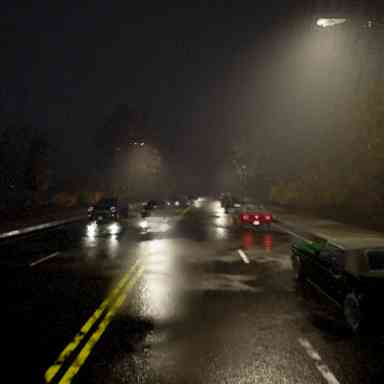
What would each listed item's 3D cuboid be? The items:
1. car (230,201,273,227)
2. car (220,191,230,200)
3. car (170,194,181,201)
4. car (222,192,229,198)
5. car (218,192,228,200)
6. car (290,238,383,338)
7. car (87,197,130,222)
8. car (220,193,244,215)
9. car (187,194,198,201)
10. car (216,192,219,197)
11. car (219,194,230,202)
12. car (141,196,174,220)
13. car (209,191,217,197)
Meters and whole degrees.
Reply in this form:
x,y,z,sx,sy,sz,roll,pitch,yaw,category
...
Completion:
x,y,z,sx,sy,sz,roll,pitch,yaw,category
3.728,1.446,21.113,1.895,1.301,4.718,0,0,2,car
7.358,0.732,74.553,2.097,1.767,4.553,0,1,6,car
-3.430,1.077,64.858,1.895,1.301,4.718,0,1,6,car
8.624,0.747,85.435,1.882,1.535,5.008,0,1,7,car
4.584,1.154,41.933,1.882,1.535,5.008,0,0,4,car
3.412,1.555,6.515,1.895,1.301,4.718,0,0,1,car
-6.097,1.169,24.667,2.097,1.767,4.553,0,0,2,car
3.995,1.198,31.024,2.033,1.649,4.856,0,0,3,car
0.101,1.038,67.505,1.895,1.301,4.718,0,1,6,car
5.341,1.075,52.831,2.128,1.511,4.902,0,1,4,car
6.267,1.048,63.715,1.994,1.385,4.181,0,1,5,car
-2.780,1.329,26.451,1.812,1.442,4.674,0,0,2,car
6.570,0.680,95.095,1.895,1.301,4.718,0,1,8,car
